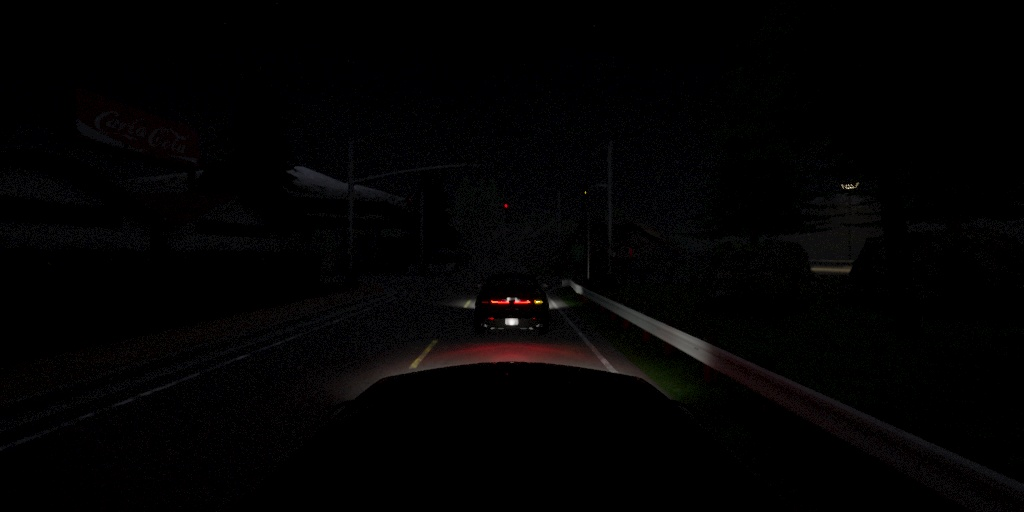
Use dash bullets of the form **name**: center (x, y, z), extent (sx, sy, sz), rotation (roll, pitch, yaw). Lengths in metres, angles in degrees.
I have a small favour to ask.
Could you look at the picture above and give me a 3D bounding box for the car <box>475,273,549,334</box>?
- **car**: center (0.009, 1.217, 10.460), extent (1.837, 1.490, 4.892), rotation (0, 0, 0)
